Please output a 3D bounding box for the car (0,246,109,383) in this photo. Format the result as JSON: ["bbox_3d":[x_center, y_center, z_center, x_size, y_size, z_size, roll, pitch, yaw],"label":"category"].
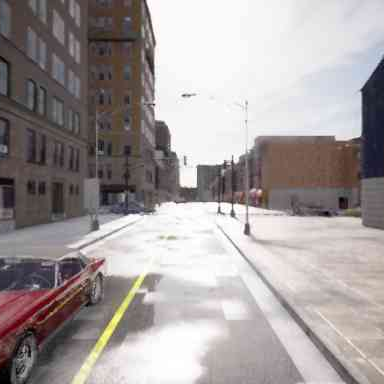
[{"bbox_3d":[-2.849,1.655,5.423,1.895,1.301,4.718,0,-1,0],"label":"car"}]

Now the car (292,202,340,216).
[{"bbox_3d":[14.170,1.957,38.183,4.892,1.490,1.837,1,-1,0],"label":"car"}]

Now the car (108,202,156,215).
[{"bbox_3d":[-6.841,1.851,38.106,5.357,1.411,2.033,0,-1,0],"label":"car"}]

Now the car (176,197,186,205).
[{"bbox_3d":[-2.746,2.227,82.833,2.150,2.045,5.566,0,-1,0],"label":"car"}]

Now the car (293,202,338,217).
[{"bbox_3d":[13.221,2.044,35.546,4.313,1.339,1.947,0,-1,0],"label":"car"}]

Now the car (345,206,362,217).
[{"bbox_3d":[19.014,2.048,35.559,4.829,1.417,1.752,0,-1,0],"label":"car"}]
